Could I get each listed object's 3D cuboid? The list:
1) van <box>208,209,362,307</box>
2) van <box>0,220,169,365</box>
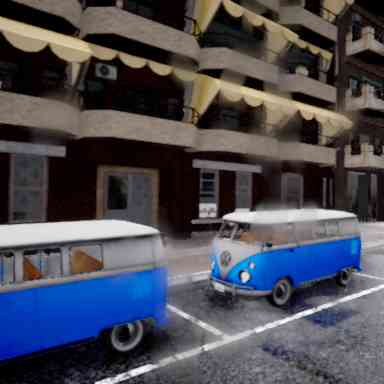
[{"bbox_3d":[2.256,1.329,7.683,3.998,1.788,1.690,0,2,-36],"label":"van"},{"bbox_3d":[-2.245,1.341,4.466,3.998,1.788,1.690,0,2,-36],"label":"van"}]
